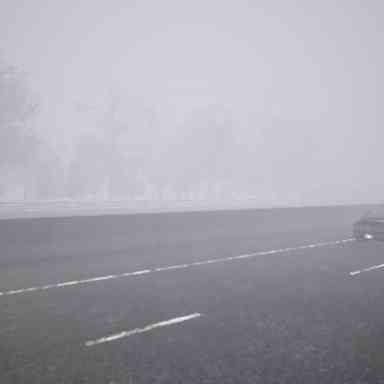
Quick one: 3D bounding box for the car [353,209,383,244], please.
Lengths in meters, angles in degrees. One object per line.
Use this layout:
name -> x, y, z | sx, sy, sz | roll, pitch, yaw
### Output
car -> 8.980, 1.515, 14.582 | 4.892, 1.490, 1.837 | 0, 0, -36
